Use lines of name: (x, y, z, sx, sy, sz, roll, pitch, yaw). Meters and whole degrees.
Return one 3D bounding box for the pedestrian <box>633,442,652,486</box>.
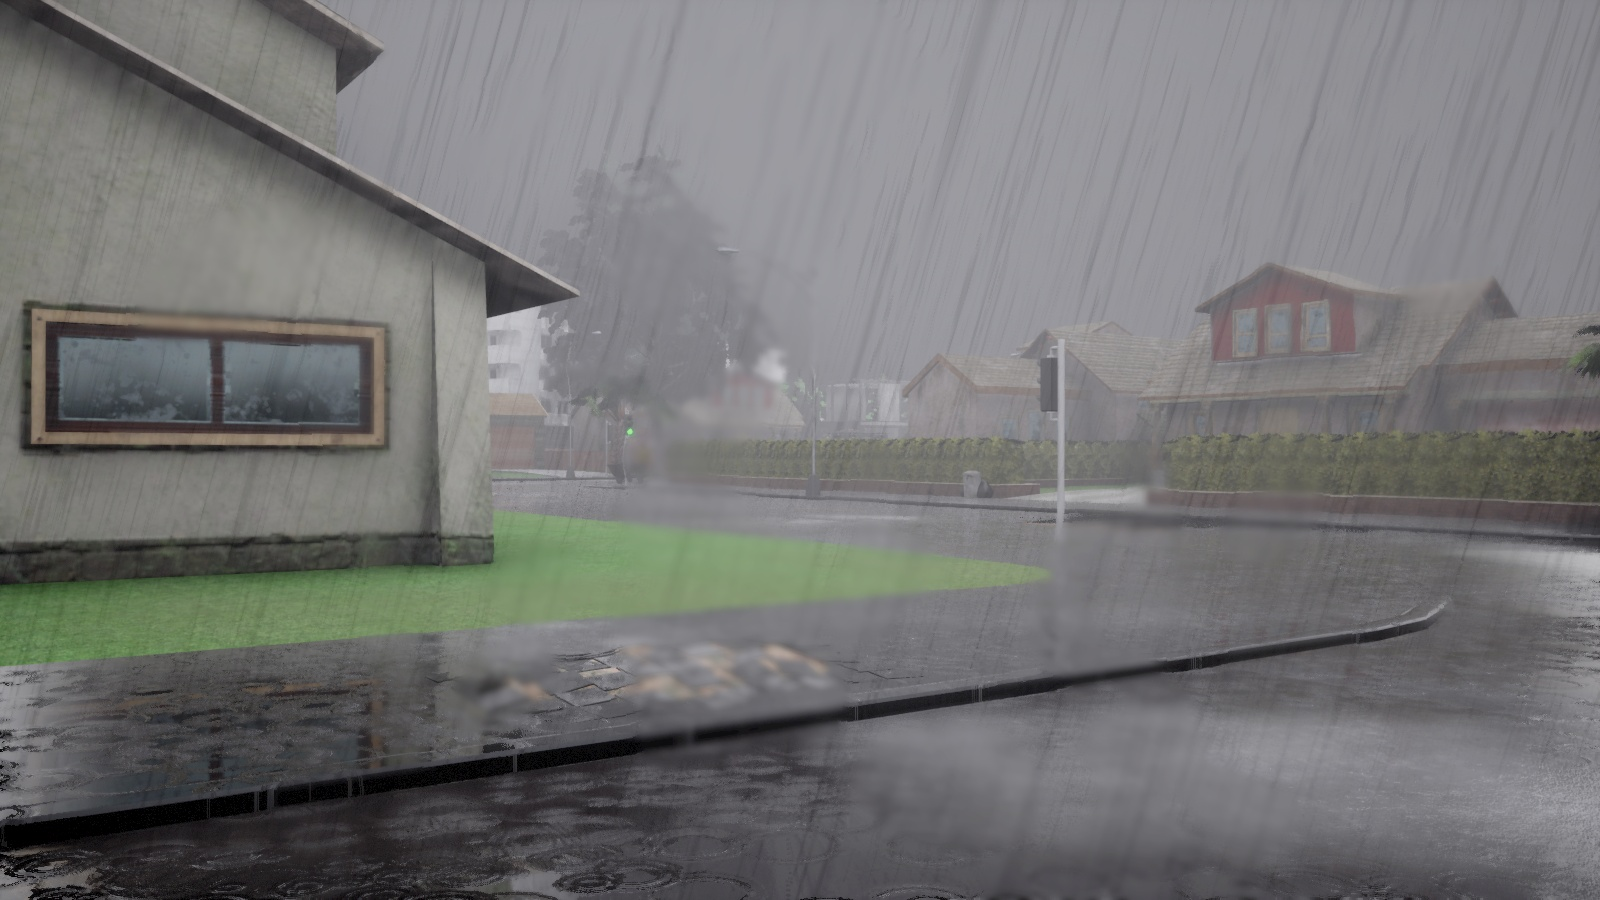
pedestrian: (-6.607, 0.598, 52.661, 0.431, 1.840, 0.709, 0, 0, -43)
